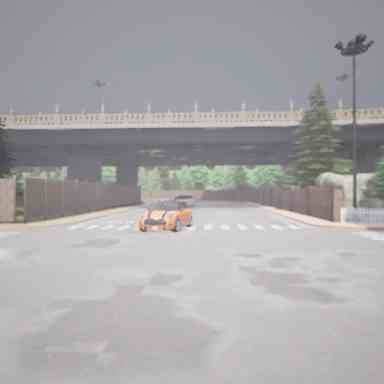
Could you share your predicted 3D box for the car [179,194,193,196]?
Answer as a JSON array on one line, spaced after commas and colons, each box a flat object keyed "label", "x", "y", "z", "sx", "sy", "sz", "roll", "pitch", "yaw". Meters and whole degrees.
[{"label": "car", "x": -0.966, "y": 1.286, "z": 45.922, "sx": 2.150, "sy": 2.045, "sz": 5.566, "roll": 0, "pitch": 2, "yaw": 7}]

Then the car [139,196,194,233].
[{"label": "car", "x": -1.377, "y": 1.292, "z": 19.339, "sx": 2.097, "sy": 1.767, "sz": 4.553, "roll": -1, "pitch": -1, "yaw": 14}]

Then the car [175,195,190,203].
[{"label": "car", "x": -2.117, "y": 1.459, "z": 70.188, "sx": 1.812, "sy": 1.442, "sz": 4.674, "roll": 0, "pitch": 0, "yaw": -20}]
